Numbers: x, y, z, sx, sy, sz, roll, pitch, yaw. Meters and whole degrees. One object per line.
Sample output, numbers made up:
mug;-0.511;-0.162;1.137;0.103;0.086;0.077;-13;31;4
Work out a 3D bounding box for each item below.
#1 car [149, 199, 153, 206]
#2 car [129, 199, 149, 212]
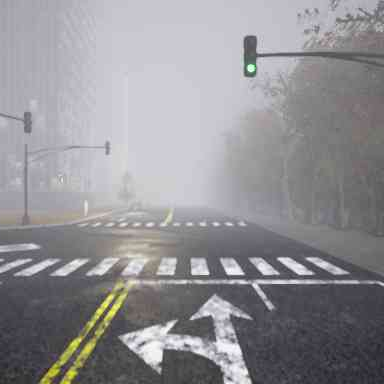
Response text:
car;-9.306;2.259;71.051;1.882;1.535;5.008;0;-1;-4
car;-7.787;2.016;47.510;2.128;1.511;4.902;0;-1;-3
